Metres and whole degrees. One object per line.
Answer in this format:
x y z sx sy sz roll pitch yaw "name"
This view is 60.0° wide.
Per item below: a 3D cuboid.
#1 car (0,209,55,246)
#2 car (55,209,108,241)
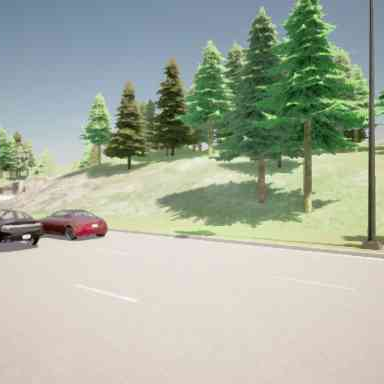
-8.269 1.492 14.066 4.902 1.511 2.128 0 0 35 "car"
-6.236 1.569 16.916 4.181 1.385 1.994 0 0 35 "car"
